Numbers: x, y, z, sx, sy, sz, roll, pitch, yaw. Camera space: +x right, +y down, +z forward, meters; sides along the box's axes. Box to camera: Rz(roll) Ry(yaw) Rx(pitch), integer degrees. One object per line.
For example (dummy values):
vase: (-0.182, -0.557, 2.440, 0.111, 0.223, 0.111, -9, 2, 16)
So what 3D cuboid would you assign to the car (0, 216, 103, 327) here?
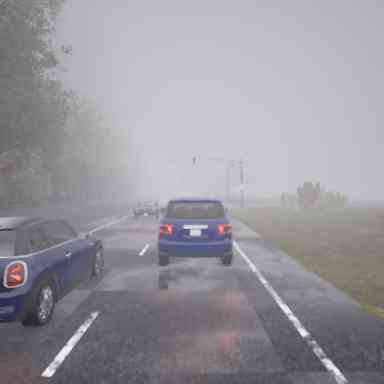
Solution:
car: (-3.412, 1.285, 7.046, 2.097, 1.767, 4.553, 0, 0, 0)

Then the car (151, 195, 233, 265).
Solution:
car: (0.096, 1.117, 11.391, 2.150, 2.045, 5.566, 0, 1, 0)

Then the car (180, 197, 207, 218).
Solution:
car: (0.101, 1.226, 28.248, 2.128, 1.511, 4.902, 0, 0, 0)

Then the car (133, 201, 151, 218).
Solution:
car: (-3.401, 1.352, 26.606, 1.895, 1.301, 4.718, 0, 1, 0)
